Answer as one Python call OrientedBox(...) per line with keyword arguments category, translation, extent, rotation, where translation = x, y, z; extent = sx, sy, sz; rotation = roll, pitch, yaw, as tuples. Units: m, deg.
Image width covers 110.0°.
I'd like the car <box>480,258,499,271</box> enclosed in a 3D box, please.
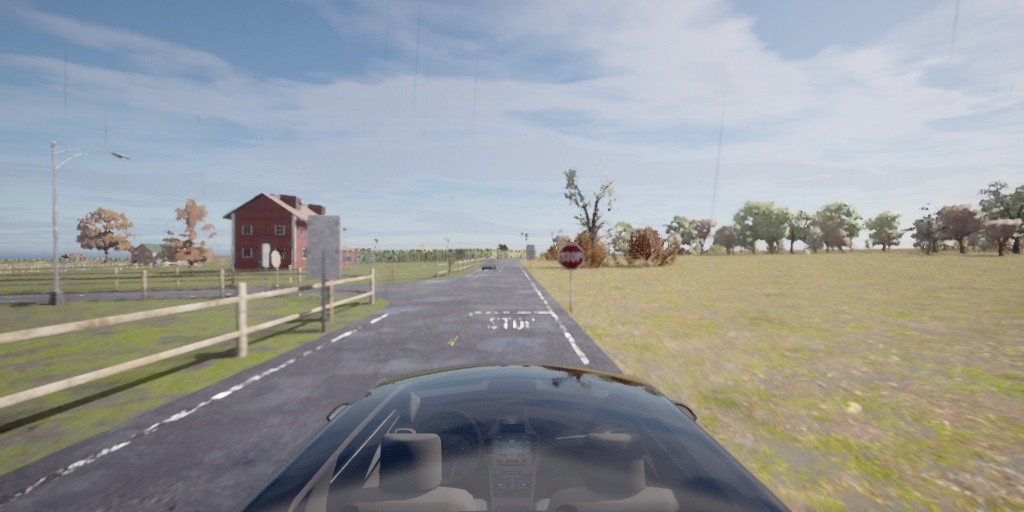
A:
OrientedBox(category="car", translation=(-2.735, 1.058, 44.272), extent=(1.837, 1.490, 4.892), rotation=(0, 3, 0))
